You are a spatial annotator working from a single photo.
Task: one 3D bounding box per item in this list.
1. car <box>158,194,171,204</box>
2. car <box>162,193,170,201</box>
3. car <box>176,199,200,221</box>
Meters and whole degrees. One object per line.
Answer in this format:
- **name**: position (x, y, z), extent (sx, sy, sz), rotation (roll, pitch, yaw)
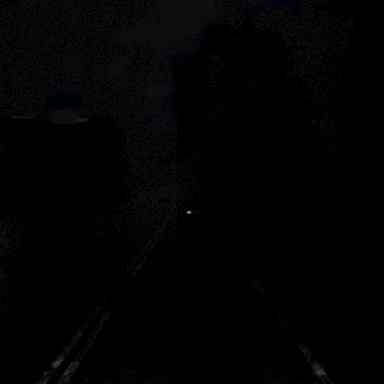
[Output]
- **car**: position (-4.904, 1.349, 57.824), extent (2.033, 1.411, 5.357), rotation (0, 1, -2)
- **car**: position (-5.718, 1.085, 73.536), extent (1.812, 1.442, 4.674), rotation (0, 1, -3)
- **car**: position (-0.310, 1.522, 26.684), extent (2.033, 1.411, 5.357), rotation (0, 0, -2)
